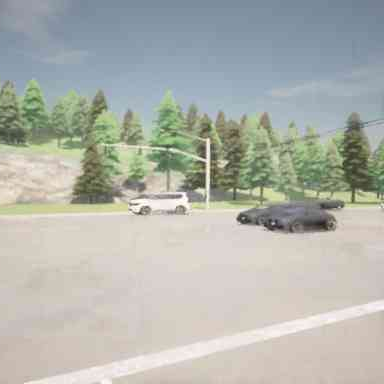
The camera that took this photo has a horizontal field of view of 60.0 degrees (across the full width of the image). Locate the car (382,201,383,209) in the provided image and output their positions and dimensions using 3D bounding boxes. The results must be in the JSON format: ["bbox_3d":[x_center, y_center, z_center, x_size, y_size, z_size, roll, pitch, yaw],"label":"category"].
[{"bbox_3d":[24.428,1.192,38.105,5.566,2.045,2.150,0,0,-21],"label":"car"}]

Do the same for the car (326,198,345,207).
[{"bbox_3d":[15.292,1.396,38.267,4.902,1.511,2.128,0,0,-22],"label":"car"}]

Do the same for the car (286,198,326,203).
[{"bbox_3d":[9.916,1.447,32.192,5.357,1.411,2.033,0,0,-24],"label":"car"}]

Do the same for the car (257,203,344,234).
[{"bbox_3d":[6.093,1.508,18.656,4.181,1.385,1.994,0,0,-27],"label":"car"}]

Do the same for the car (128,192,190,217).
[{"bbox_3d":[-2.886,1.042,29.740,5.566,2.045,2.150,0,0,-29],"label":"car"}]

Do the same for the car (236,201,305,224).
[{"bbox_3d":[5.036,1.482,22.043,4.181,1.385,1.994,0,0,-27],"label":"car"}]
